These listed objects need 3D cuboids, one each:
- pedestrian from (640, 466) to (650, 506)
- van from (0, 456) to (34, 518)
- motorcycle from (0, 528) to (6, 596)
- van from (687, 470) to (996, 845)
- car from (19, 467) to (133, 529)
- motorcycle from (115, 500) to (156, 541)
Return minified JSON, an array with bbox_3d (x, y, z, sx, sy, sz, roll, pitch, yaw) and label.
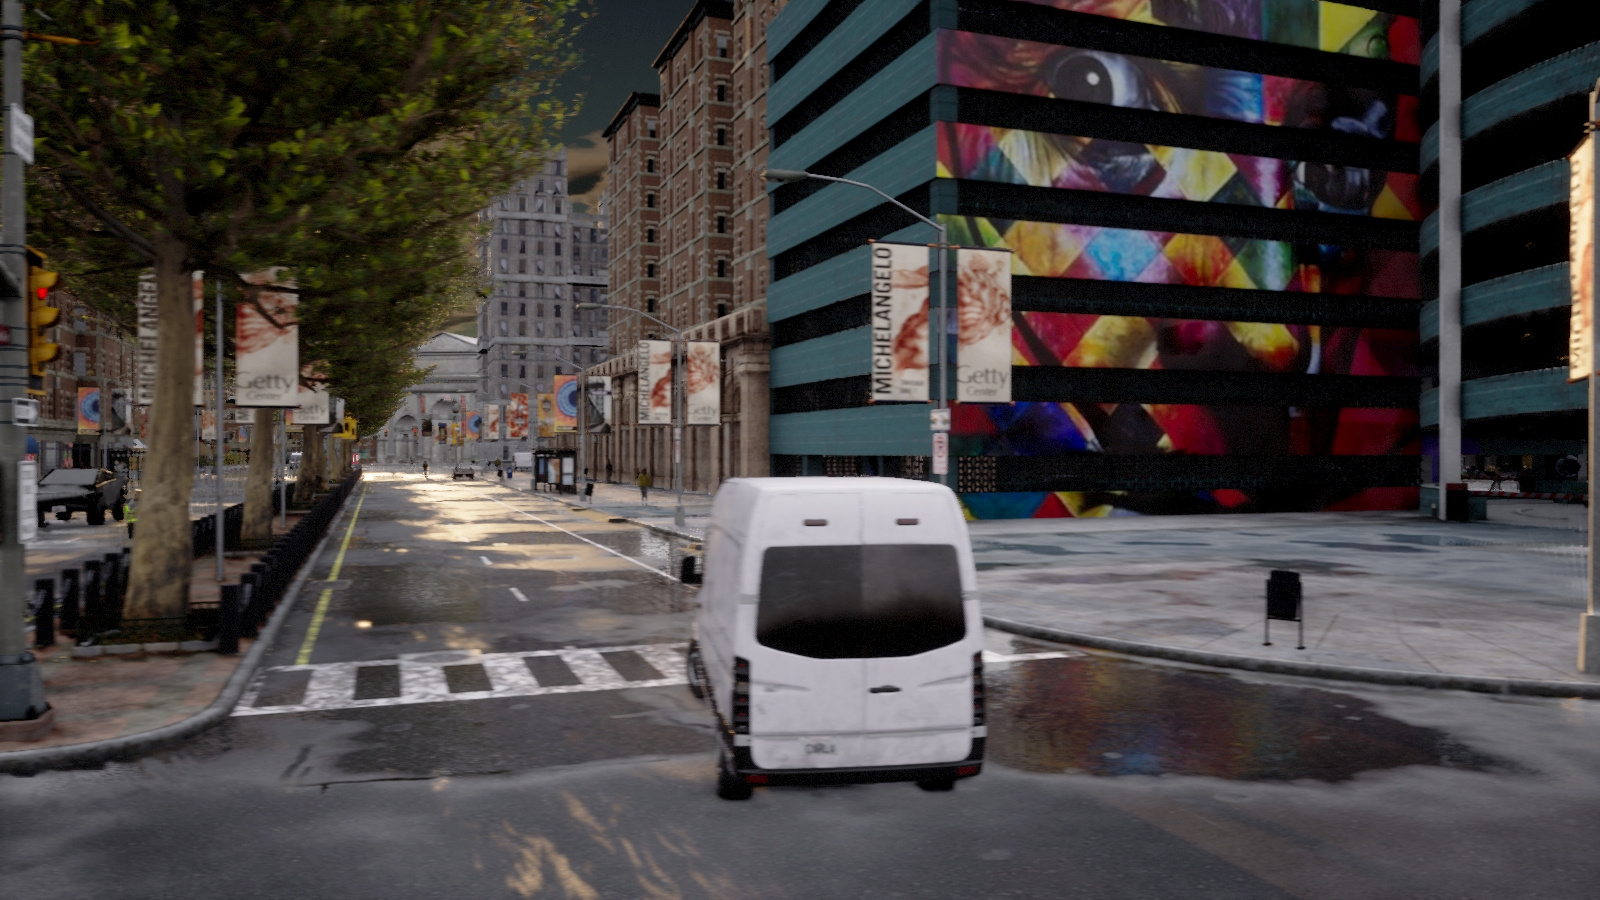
[{"bbox_3d":[-7.316,1.696,53.890,0.375,1.860,0.375,0,0,-19],"label":"pedestrian"},{"bbox_3d":[-35.940,1.534,48.046,5.915,2.561,1.988,0,0,-7],"label":"van"},{"bbox_3d":[-15.460,2.170,21.085,0.764,1.277,2.356,0,0,-20],"label":"motorcycle"},{"bbox_3d":[0.033,1.534,11.216,1.988,2.561,5.915,0,0,-8],"label":"van"},{"bbox_3d":[-27.521,1.753,43.691,2.390,2.098,6.274,0,0,-20],"label":"car"},{"bbox_3d":[-21.023,2.213,36.181,0.803,1.145,2.033,0,0,-20],"label":"motorcycle"}]
